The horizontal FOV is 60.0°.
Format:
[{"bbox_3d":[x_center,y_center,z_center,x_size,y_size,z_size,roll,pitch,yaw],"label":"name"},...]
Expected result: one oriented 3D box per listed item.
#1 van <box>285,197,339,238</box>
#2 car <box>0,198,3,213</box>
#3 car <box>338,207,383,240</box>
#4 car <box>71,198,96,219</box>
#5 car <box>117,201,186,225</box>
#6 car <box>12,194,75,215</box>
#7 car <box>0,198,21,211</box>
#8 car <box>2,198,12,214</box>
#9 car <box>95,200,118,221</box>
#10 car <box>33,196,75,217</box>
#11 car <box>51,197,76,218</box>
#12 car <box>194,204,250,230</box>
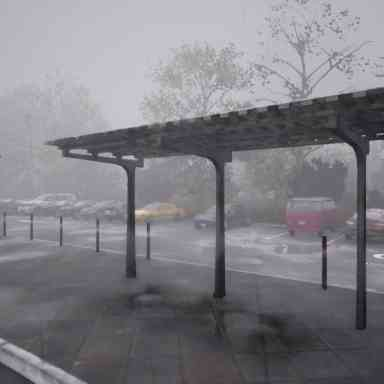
[{"bbox_3d":[6.648,1.264,18.097,1.878,1.987,4.442,0,0,35],"label":"van"},{"bbox_3d":[-18.339,1.432,35.644,2.097,1.535,5.008,0,0,35],"label":"car"},{"bbox_3d":[8.843,1.535,16.396,2.002,1.452,4.674,0,0,35],"label":"car"},{"bbox_3d":[-7.005,1.461,27.632,2.231,1.521,4.892,0,0,35],"label":"car"},{"bbox_3d":[-2.587,1.467,24.267,1.946,1.575,5.366,0,0,35],"label":"car"},{"bbox_3d":[-13.821,1.193,32.416,2.435,2.045,5.566,0,0,35],"label":"car"},{"bbox_3d":[-22.882,1.441,38.832,2.163,1.488,4.792,1,0,35],"label":"car"},{"bbox_3d":[-16.073,1.441,34.038,2.231,1.521,4.892,0,0,35],"label":"car"},{"bbox_3d":[-4.728,1.494,26.047,2.163,1.488,4.792,0,0,35],"label":"car"},{"bbox_3d":[-11.537,1.449,30.839,2.097,1.535,5.008,0,0,35],"label":"car"},{"bbox_3d":[-9.271,1.454,29.235,2.097,1.535,5.008,0,0,35],"label":"car"},{"bbox_3d":[2.034,1.509,21.186,2.163,1.488,4.792,0,0,35],"label":"car"}]
